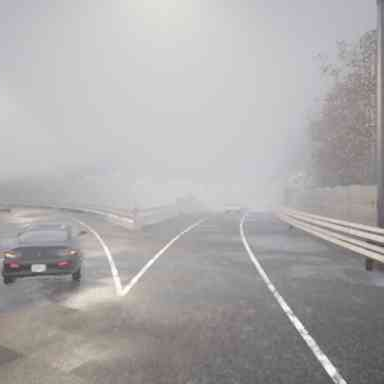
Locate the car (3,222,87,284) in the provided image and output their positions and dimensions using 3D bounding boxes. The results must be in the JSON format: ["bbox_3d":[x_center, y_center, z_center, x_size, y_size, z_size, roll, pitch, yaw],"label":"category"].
[{"bbox_3d":[-4.177,1.611,9.891,1.812,1.442,4.674,0,-1,-16],"label":"car"}]

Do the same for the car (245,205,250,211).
[{"bbox_3d":[11.420,3.560,71.567,1.837,1.490,4.892,0,-4,14],"label":"car"}]

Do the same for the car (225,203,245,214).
[{"bbox_3d":[5.501,2.130,43.300,1.895,1.301,4.718,0,-1,12],"label":"car"}]

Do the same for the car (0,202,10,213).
[{"bbox_3d":[-24.434,1.898,42.300,1.994,1.385,4.181,1,-1,-36],"label":"car"}]
